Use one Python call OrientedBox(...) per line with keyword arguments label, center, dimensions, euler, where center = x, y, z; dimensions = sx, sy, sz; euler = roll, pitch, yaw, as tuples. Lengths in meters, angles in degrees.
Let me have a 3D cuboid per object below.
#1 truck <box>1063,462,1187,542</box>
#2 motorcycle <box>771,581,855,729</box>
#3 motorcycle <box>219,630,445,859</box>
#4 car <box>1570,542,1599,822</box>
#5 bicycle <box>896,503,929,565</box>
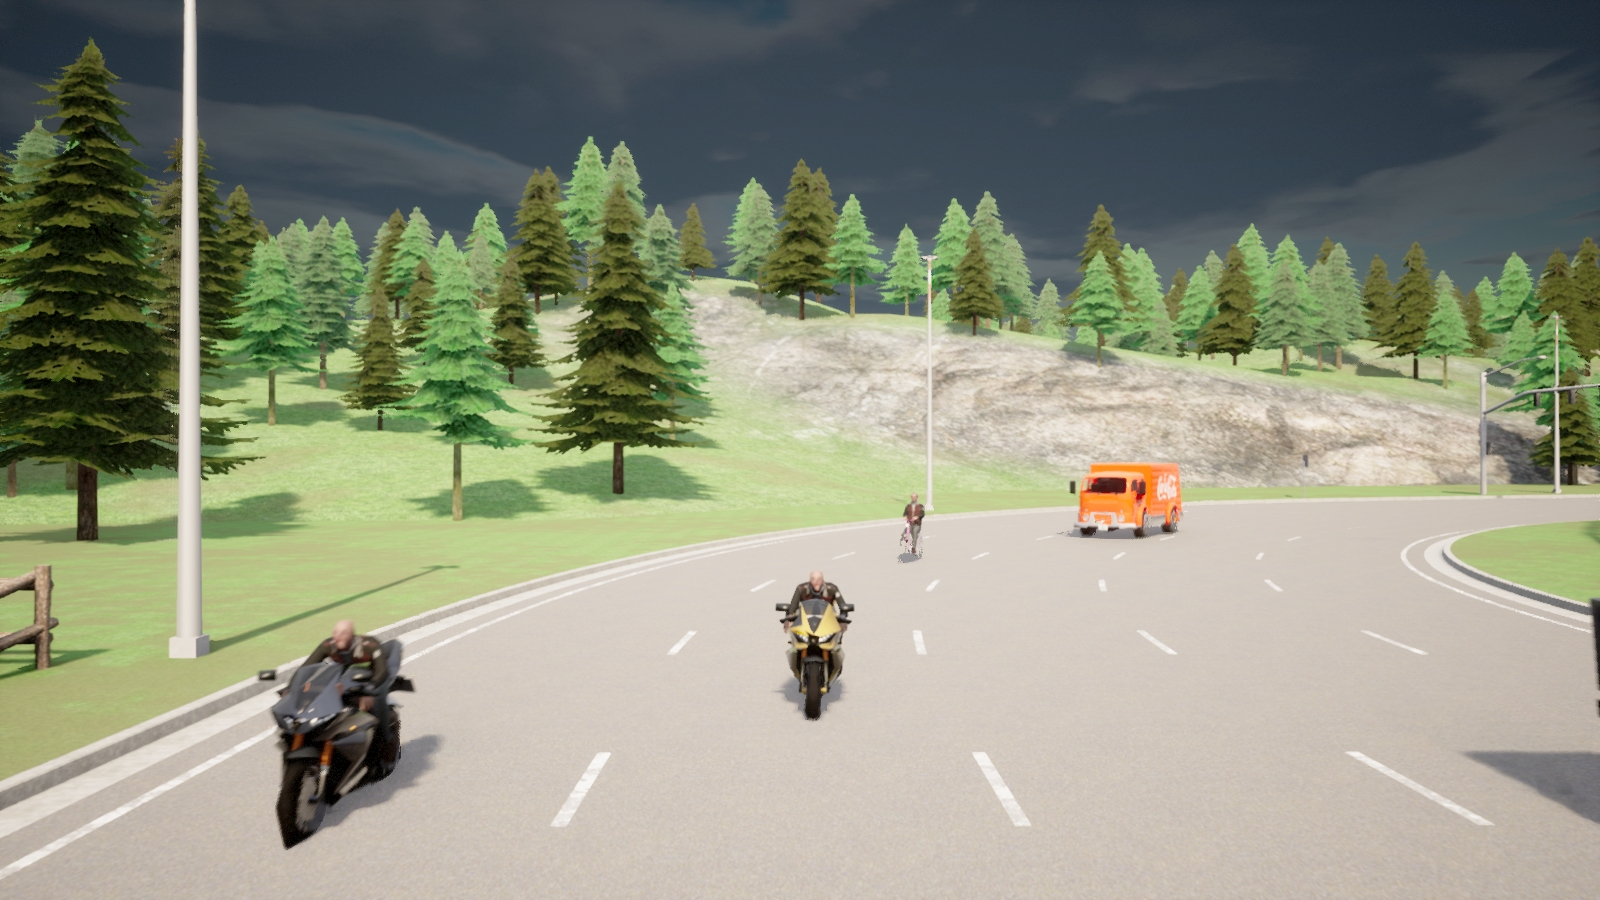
OrientedBox(label="truck", center=(11.118, 1.664, 38.771), dimensions=(2.627, 2.467, 5.204), euler=(0, 0, 33))
OrientedBox(label="motorcycle", center=(0.187, 2.239, 12.880), dimensions=(0.867, 1.251, 2.209), euler=(0, 0, 3))
OrientedBox(label="motorcycle", center=(-3.618, 2.231, 9.094), dimensions=(0.867, 1.251, 2.209), euler=(0, 0, 0))
OrientedBox(label="car", center=(7.192, 1.772, 5.871), dimensions=(2.390, 2.098, 6.274), euler=(0, 0, 2))
OrientedBox(label="bicycle", center=(2.889, 2.133, 29.260), dimensions=(0.329, 1.471, 1.835), euler=(-1, -1, 22))
